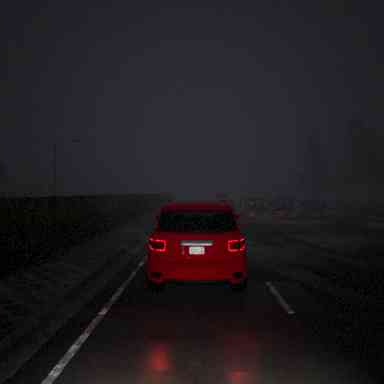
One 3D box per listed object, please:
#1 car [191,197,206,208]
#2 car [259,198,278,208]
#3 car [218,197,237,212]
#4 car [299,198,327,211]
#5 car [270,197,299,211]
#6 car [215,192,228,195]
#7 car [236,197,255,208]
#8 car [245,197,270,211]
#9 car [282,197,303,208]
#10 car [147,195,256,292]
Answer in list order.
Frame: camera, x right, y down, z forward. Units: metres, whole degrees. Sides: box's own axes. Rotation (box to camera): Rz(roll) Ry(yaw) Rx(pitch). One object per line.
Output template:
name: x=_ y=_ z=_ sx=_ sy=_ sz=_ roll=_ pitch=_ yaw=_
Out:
car: x=0.946 y=1.491 z=50.090 sx=2.128 sy=1.511 sz=4.902 roll=0 pitch=0 yaw=1
car: x=11.444 y=1.564 z=49.886 sx=1.994 sy=1.385 sz=4.181 roll=0 pitch=0 yaw=1
car: x=4.258 y=1.478 z=40.437 sx=1.882 sy=1.535 sz=5.008 roll=0 pitch=0 yaw=1
car: x=14.764 y=1.478 z=40.649 sx=1.882 sy=1.535 sz=5.008 roll=0 pitch=0 yaw=1
car: x=11.280 y=1.352 z=41.487 sx=2.097 sy=1.767 sz=4.553 roll=0 pitch=0 yaw=1
car: x=4.446 y=1.221 z=50.052 sx=2.150 sy=2.045 sz=5.566 roll=0 pitch=0 yaw=1
car: x=7.944 y=1.491 z=49.954 sx=2.128 sy=1.511 sz=4.902 roll=0 pitch=0 yaw=1
car: x=7.765 y=1.352 z=40.755 sx=2.097 sy=1.767 sz=4.553 roll=0 pitch=0 yaw=1
car: x=14.943 y=1.505 z=49.817 sx=1.837 sy=1.490 sz=4.892 roll=0 pitch=0 yaw=1
car: x=0.147 y=1.221 z=9.095 sx=2.150 sy=2.045 sz=5.566 roll=0 pitch=0 yaw=1
